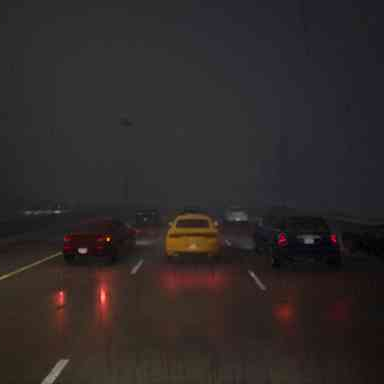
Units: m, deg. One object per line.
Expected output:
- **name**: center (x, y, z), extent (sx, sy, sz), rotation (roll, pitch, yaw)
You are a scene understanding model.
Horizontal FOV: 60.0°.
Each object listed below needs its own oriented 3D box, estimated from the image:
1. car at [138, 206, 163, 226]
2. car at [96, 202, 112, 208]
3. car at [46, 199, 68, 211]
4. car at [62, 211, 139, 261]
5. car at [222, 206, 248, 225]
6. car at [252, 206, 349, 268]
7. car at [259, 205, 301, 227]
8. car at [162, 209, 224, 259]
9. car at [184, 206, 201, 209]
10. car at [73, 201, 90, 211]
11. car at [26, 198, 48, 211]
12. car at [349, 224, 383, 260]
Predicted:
- **car**: center (-3.453, 1.868, 27.217), extent (2.128, 1.511, 4.902), rotation (0, -1, 1)
- **car**: center (-14.617, 2.314, 55.592), extent (2.033, 1.411, 5.357), rotation (0, -1, -4)
- **car**: center (-21.599, 2.252, 54.175), extent (1.837, 1.490, 4.892), rotation (0, -1, -4)
- **car**: center (-3.449, 1.704, 12.878), extent (1.812, 1.442, 4.674), rotation (0, -1, 1)
- **car**: center (3.554, 1.911, 27.918), extent (1.812, 1.442, 4.674), rotation (0, -1, 1)
- **car**: center (3.545, 1.520, 12.133), extent (2.097, 1.767, 4.553), rotation (0, -1, 1)
- **car**: center (7.047, 1.867, 27.215), extent (2.128, 1.511, 4.902), rotation (0, -1, 1)
- **car**: center (0.055, 1.663, 13.380), extent (1.882, 1.535, 5.008), rotation (0, -1, 1)
- **car**: center (0.047, 1.868, 27.214), extent (2.128, 1.511, 4.902), rotation (0, -1, 1)
- **car**: center (-18.147, 2.234, 54.859), extent (1.882, 1.535, 5.008), rotation (0, -1, -4)
- **car**: center (-25.107, 1.972, 54.453), extent (2.150, 2.045, 5.566), rotation (0, -1, -4)
- **car**: center (7.040, 1.762, 11.602), extent (1.895, 1.301, 4.718), rotation (0, -1, 1)
